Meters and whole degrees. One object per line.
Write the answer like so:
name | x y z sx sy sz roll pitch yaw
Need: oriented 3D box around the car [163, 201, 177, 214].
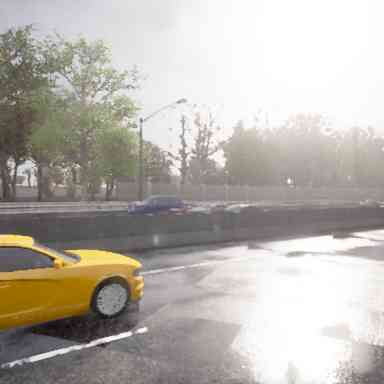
car | 0.172 1.755 29.988 4.718 1.301 1.895 1 0 -36

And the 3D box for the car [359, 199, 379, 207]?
car | 29.876 2.032 55.595 4.892 1.490 1.837 0 0 -35

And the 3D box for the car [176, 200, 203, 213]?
car | 1.582 1.639 26.691 4.902 1.511 2.128 1 0 -36

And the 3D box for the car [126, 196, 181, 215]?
car | -3.352 1.357 30.984 5.566 2.045 2.150 1 0 -38

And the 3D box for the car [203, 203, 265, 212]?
car | 3.429 1.649 23.708 4.892 1.490 1.837 1 0 -36

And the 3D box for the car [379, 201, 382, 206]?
car | 32.514 2.040 53.192 4.892 1.490 1.837 1 0 -35

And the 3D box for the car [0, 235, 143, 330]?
car | -3.266 1.483 5.716 5.008 1.535 1.882 1 0 -36
